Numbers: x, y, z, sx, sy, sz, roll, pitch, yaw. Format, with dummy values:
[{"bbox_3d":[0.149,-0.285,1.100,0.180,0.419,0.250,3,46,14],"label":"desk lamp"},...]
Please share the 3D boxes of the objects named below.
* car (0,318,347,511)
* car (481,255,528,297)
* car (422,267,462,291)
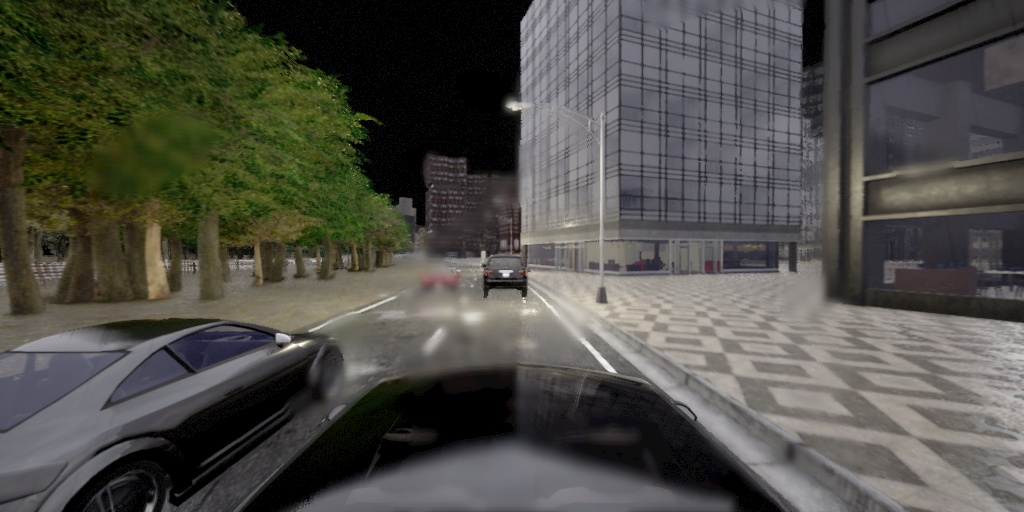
[{"bbox_3d":[-3.427,1.314,3.647,1.994,1.385,4.181,0,0,-1],"label":"car"},{"bbox_3d":[-0.414,0.954,18.908,2.150,2.045,5.566,0,0,-3],"label":"car"},{"bbox_3d":[-4.082,1.336,21.598,1.895,1.301,4.718,0,0,-4],"label":"car"}]
